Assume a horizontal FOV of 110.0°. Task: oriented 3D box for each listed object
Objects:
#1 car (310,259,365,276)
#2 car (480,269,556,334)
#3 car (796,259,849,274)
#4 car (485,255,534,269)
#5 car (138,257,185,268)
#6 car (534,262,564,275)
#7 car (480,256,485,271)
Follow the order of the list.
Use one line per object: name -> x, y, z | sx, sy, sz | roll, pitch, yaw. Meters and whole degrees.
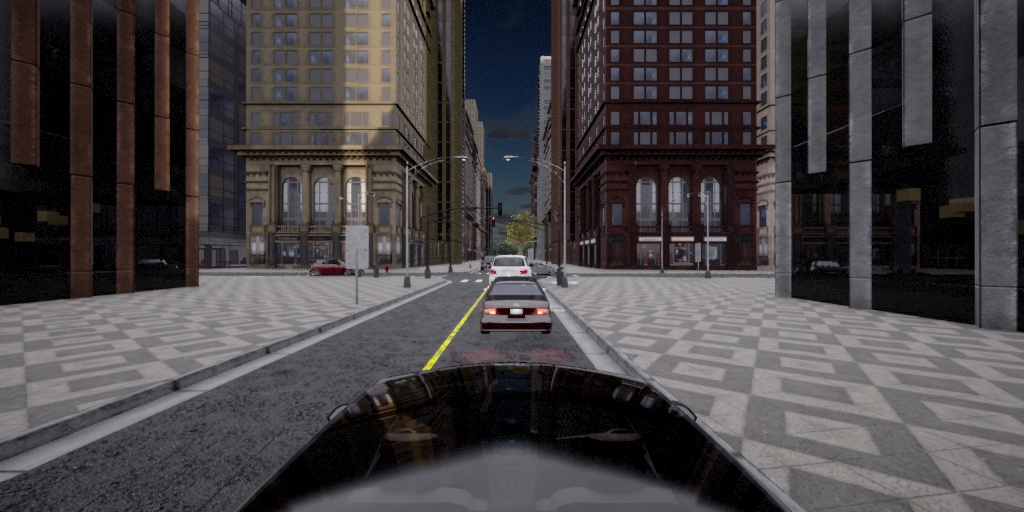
car -> -16.116, 1.046, 33.311 | 4.553, 1.767, 2.097 | 0, 0, 0
car -> 0.091, 1.297, 10.581 | 2.033, 1.411, 5.357 | 0, 0, 0
car -> 29.266, 1.187, 33.322 | 4.553, 1.767, 2.097 | 0, 0, 0
car -> 0.017, 0.971, 20.826 | 2.150, 2.045, 5.566 | 0, 0, 4
car -> -32.271, 1.003, 33.316 | 4.553, 1.767, 2.097 | 0, 0, 0
car -> 2.145, 1.300, 33.315 | 5.357, 1.411, 2.033 | 0, 0, 0
car -> -3.129, 0.969, 49.456 | 2.150, 2.045, 5.566 | 0, 0, -1
